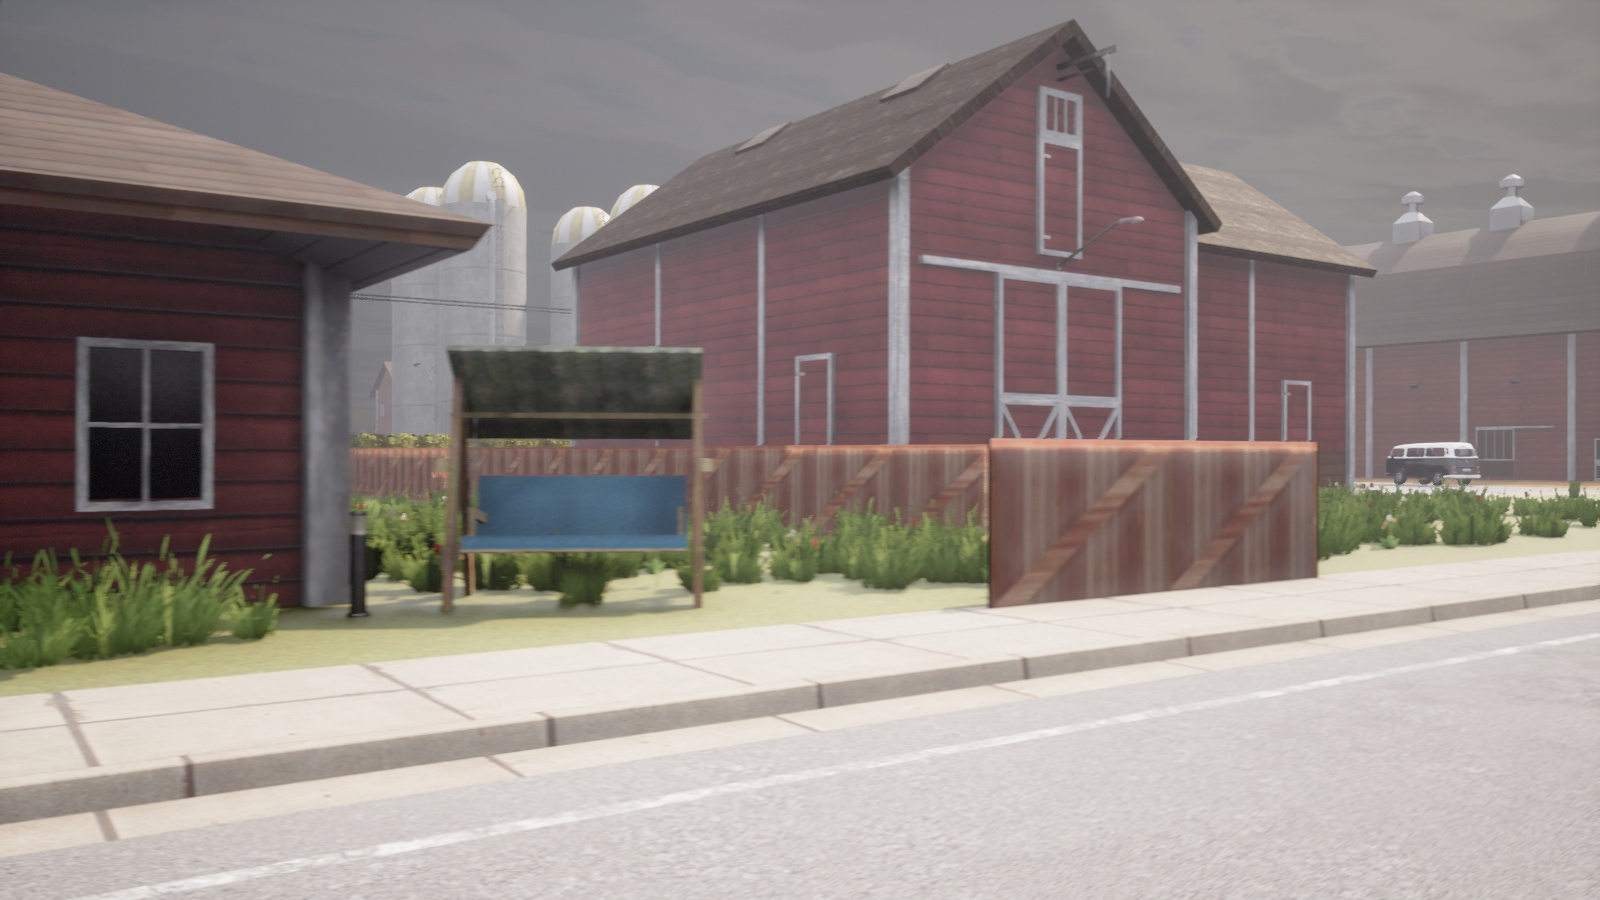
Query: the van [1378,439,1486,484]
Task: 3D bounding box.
[{"bbox_3d":[30.038,0.540,59.841,2.069,2.038,4.480,0,0,-16],"label":"van"}]
